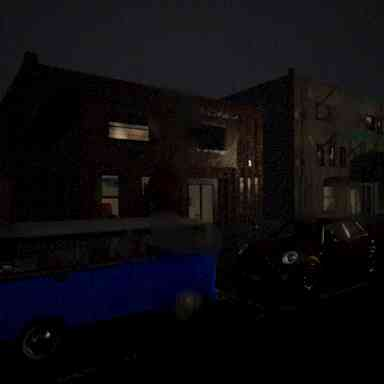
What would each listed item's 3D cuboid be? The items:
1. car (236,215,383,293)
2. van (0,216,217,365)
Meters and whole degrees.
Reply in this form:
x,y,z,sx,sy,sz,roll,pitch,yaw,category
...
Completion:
x,y,z,sx,sy,sz,roll,pitch,yaw,category
3.059,1.438,8.764,4.097,1.590,1.967,0,-1,-36,car
-1.452,1.341,5.534,3.998,1.788,1.690,0,-1,-36,van
